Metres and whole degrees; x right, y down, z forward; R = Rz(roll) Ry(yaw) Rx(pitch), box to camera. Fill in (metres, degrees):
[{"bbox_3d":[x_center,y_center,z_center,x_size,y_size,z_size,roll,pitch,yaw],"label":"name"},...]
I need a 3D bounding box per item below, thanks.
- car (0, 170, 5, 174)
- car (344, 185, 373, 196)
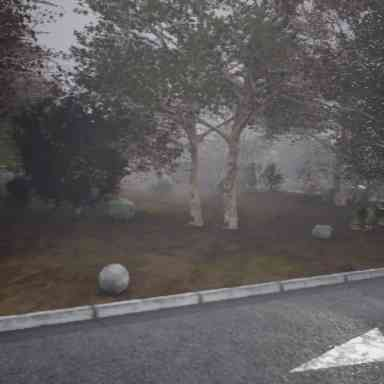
[{"bbox_3d":[-43.557,-5.020,71.541,5.566,2.045,2.435,2,4,-24],"label":"car"},{"bbox_3d":[19.542,-0.169,40.760,1.882,1.535,5.008,2,4,-24],"label":"car"}]
